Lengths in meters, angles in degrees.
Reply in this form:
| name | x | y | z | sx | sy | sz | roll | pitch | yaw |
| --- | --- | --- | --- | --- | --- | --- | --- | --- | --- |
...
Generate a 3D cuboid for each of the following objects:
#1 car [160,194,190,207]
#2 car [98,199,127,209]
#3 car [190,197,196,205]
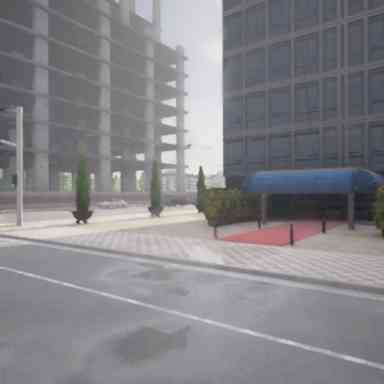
| name | x | y | z | sx | sy | sz | roll | pitch | yaw |
| --- | --- | --- | --- | --- | --- | --- | --- | --- | --- |
| car | -3.185 | 1.399 | 53.860 | 2.150 | 2.045 | 5.566 | 0 | 0 | 36 |
| car | -11.498 | 1.724 | 48.350 | 1.812 | 1.442 | 4.674 | 0 | 0 | 36 |
| car | 0.602 | 1.751 | 64.924 | 2.033 | 1.411 | 5.357 | 0 | 0 | 36 |
